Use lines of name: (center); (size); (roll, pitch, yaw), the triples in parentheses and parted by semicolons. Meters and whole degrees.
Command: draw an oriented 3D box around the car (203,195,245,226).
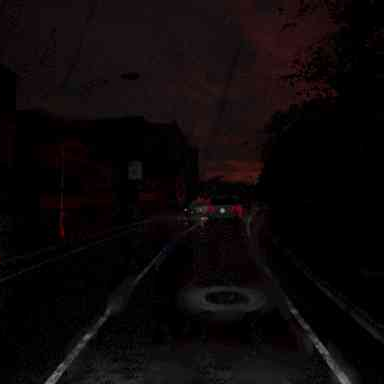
car: (2.442, 1.260, 24.021); (2.150, 2.045, 5.566); (-1, 0, 10)

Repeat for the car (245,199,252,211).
car: (6.457, 1.598, 41.818); (2.033, 1.411, 5.357); (-1, 0, 14)

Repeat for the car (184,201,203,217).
car: (0.566, 1.646, 33.122); (1.812, 1.442, 4.674); (-1, 0, 13)
